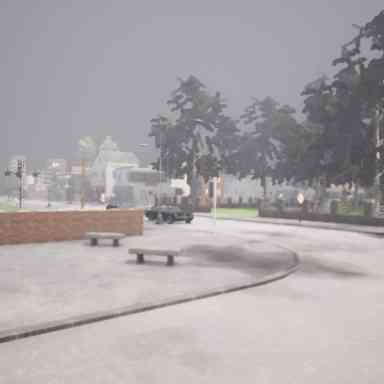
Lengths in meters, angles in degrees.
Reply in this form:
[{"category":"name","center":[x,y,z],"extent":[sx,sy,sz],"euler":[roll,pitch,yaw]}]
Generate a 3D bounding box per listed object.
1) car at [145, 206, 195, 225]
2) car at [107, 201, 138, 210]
[{"category":"car","center":[-1.813,1.766,26.321],"extent":[1.895,1.301,4.718],"euler":[1,0,-35]},{"category":"car","center":[-7.065,1.657,33.734],"extent":[2.128,1.511,4.902],"euler":[1,0,-35]}]
